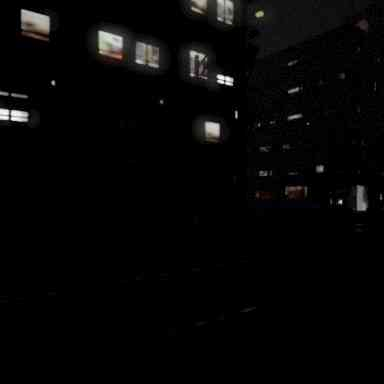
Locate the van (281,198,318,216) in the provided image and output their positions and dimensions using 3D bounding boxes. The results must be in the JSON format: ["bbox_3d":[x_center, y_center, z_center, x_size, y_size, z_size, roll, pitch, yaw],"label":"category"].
[{"bbox_3d":[11.416,1.559,35.635,1.690,1.788,3.998,-1,0,-36],"label":"van"}]

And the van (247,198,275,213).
[{"bbox_3d":[8.101,1.633,40.151,1.690,1.788,3.998,-1,0,-36],"label":"van"}]

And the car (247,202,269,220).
[{"bbox_3d":[4.678,1.843,30.718,1.802,1.307,4.206,-1,0,-36],"label":"car"}]
